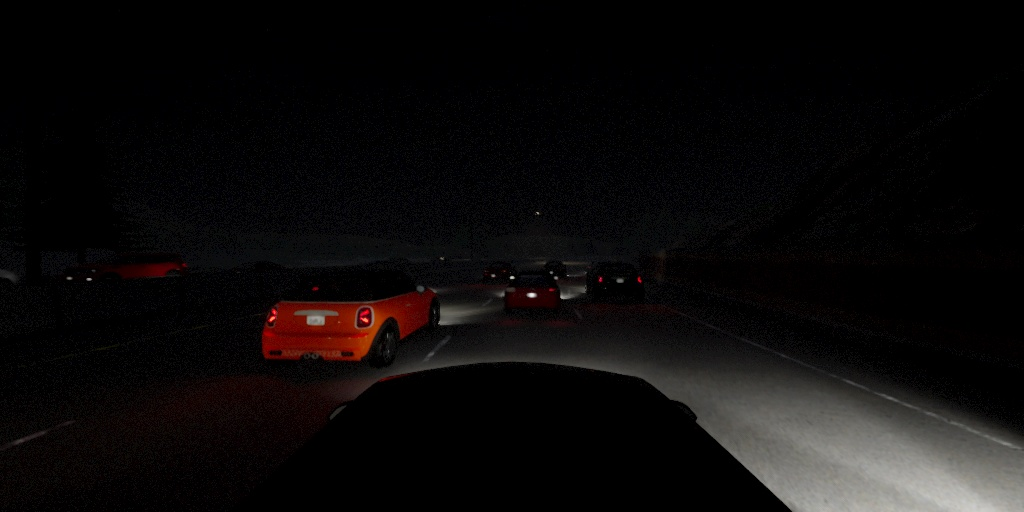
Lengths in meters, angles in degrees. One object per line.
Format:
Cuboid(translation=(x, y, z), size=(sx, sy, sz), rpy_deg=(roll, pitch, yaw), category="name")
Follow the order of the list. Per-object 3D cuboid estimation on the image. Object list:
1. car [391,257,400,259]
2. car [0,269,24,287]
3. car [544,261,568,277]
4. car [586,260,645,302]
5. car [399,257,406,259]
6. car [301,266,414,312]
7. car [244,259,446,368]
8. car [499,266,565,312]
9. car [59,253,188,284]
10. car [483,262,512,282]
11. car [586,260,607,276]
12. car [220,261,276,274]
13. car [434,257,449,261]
Cuboid(translation=(-13.384, 1.103, 35.658), size=(1.994, 1.385, 4.181), rpy_deg=(0, 0, 14), category="car")
Cuboid(translation=(-27.137, 1.125, 17.175), size=(1.812, 1.442, 4.674), rpy_deg=(0, 0, 6), category="car")
Cuboid(translation=(3.688, 1.133, 31.069), size=(1.812, 1.442, 4.674), rpy_deg=(0, 0, 13), category="car")
Cuboid(translation=(4.719, 1.036, 16.907), size=(2.097, 1.767, 4.553), rpy_deg=(0, 0, 7), category="car")
Cuboid(translation=(-18.207, 0.922, 56.779), size=(1.837, 1.490, 4.892), rpy_deg=(0, 0, 18), category="car")
Cuboid(translation=(-6.114, 1.212, 15.111), size=(2.033, 1.411, 5.357), rpy_deg=(0, 0, 6), category="car")
Cuboid(translation=(-3.104, 1.061, 7.991), size=(2.097, 1.767, 4.553), rpy_deg=(0, 0, 3), category="car")
Cuboid(translation=(0.845, 1.253, 13.872), size=(1.994, 1.385, 4.181), rpy_deg=(0, 0, 5), category="car")
Cuboid(translation=(-23.101, 0.806, 21.749), size=(2.150, 2.045, 5.566), rpy_deg=(0, 0, 8), category="car")
Cuboid(translation=(-0.830, 1.144, 26.610), size=(1.812, 1.442, 4.674), rpy_deg=(0, 0, 11), category="car")
Cuboid(translation=(8.372, 1.123, 35.312), size=(1.812, 1.442, 4.674), rpy_deg=(0, 0, 15), category="car")
Cuboid(translation=(-18.846, 1.099, 26.376), size=(1.812, 1.442, 4.674), rpy_deg=(0, 0, 10), category="car")
Cuboid(translation=(-12.760, 0.897, 62.221), size=(2.128, 1.511, 4.902), rpy_deg=(0, 0, 18), category="car")
